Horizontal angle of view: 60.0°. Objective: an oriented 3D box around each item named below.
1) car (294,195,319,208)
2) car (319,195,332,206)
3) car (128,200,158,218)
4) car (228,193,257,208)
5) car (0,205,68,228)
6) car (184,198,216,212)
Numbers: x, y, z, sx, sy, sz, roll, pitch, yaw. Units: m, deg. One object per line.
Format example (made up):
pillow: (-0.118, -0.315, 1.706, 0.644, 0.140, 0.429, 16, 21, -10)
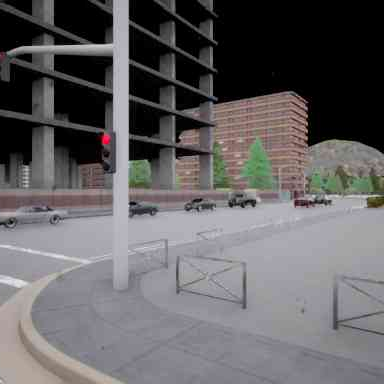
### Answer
car: (16.033, 1.422, 47.183, 1.882, 1.535, 5.008, 0, 0, 35)
car: (21.736, 1.297, 55.218, 2.097, 1.767, 4.553, 0, 0, 35)
car: (-4.976, 1.470, 29.984, 1.812, 1.442, 4.674, 0, 0, 36)
car: (7.251, 1.166, 47.155, 2.150, 2.045, 5.566, 0, 0, 35)
car: (-10.755, 1.545, 21.855, 1.895, 1.301, 4.718, 0, 0, 35)
car: (1.023, 1.449, 38.446, 1.837, 1.490, 4.892, 0, 0, 35)
